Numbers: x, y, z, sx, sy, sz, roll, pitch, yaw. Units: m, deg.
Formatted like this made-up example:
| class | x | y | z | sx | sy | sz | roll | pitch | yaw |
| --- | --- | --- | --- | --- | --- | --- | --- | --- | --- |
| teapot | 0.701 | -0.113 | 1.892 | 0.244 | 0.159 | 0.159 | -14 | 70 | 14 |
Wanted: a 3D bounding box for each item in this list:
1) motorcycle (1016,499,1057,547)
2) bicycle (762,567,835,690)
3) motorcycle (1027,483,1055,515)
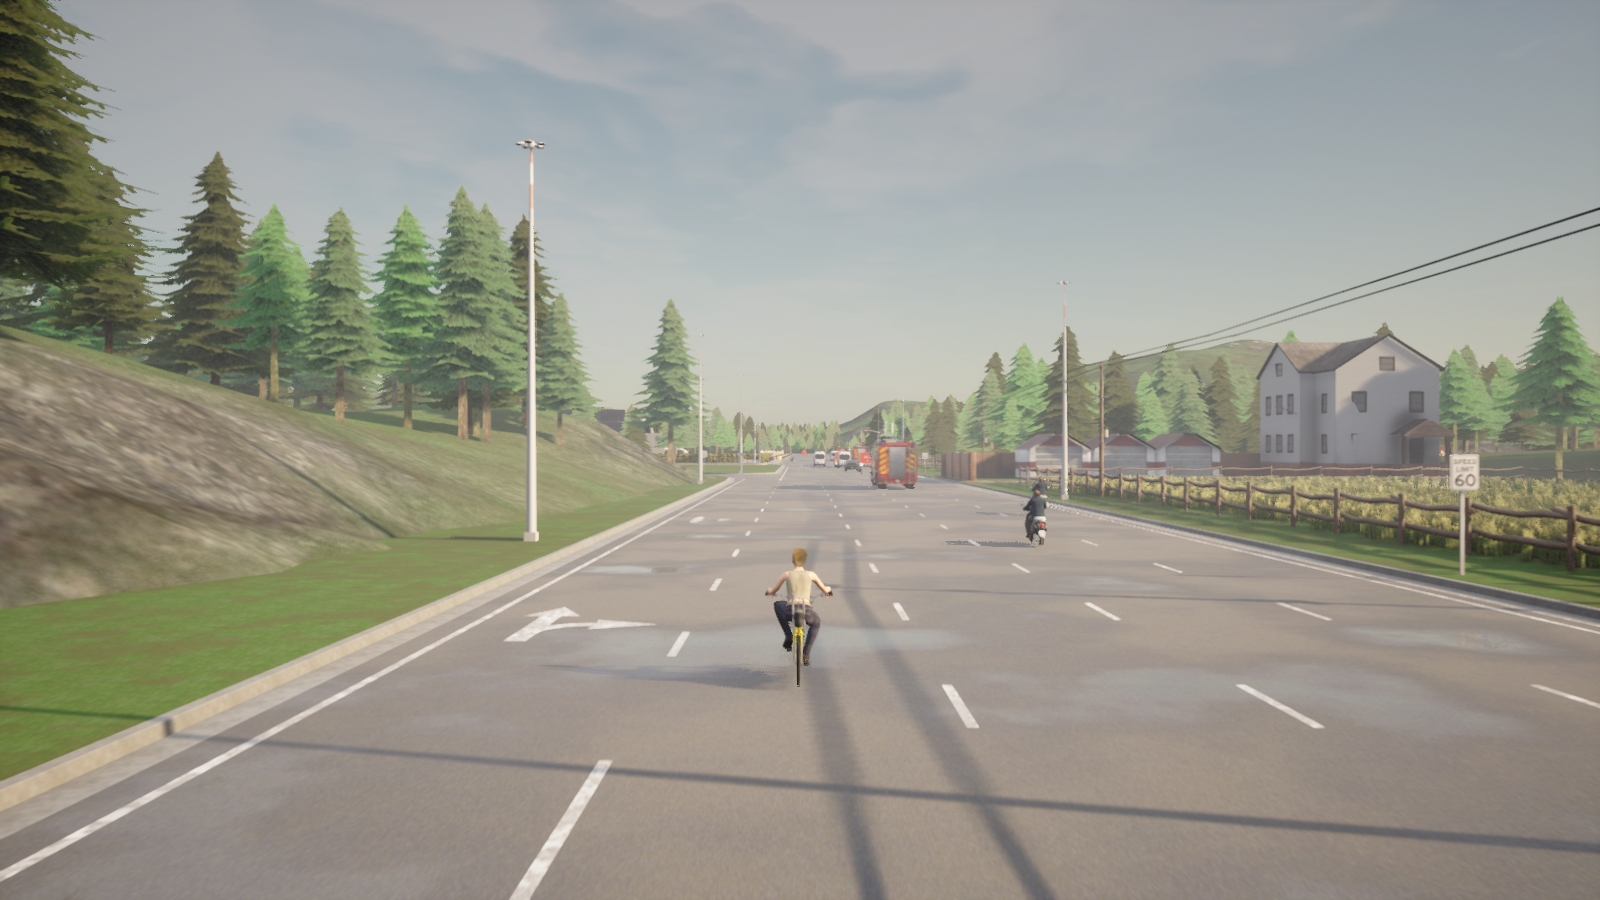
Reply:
| class | x | y | z | sx | sy | sz | roll | pitch | yaw |
| --- | --- | --- | --- | --- | --- | --- | --- | --- | --- |
| motorcycle | 7.003 | 2.142 | 33.882 | 0.856 | 1.316 | 1.805 | 0 | 0 | 0 |
| bicycle | -0.013 | 2.158 | 14.040 | 0.859 | 1.276 | 1.487 | 0 | 0 | 0 |
| motorcycle | 10.503 | 2.142 | 49.888 | 0.856 | 1.316 | 1.805 | 0 | 0 | 0 |
